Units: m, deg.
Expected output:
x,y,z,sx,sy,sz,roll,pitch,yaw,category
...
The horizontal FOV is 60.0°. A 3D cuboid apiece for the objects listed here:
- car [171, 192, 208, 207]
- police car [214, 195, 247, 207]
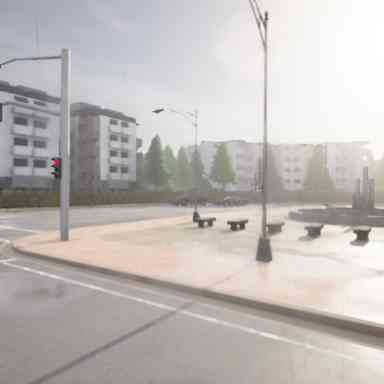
x,y,z,sx,sy,sz,roll,pitch,yaw,category
-0.273,0.957,46.921,5.566,2.045,2.150,0,0,-39,car
5.472,1.205,46.941,5.238,1.638,1.930,0,0,-33,police car
